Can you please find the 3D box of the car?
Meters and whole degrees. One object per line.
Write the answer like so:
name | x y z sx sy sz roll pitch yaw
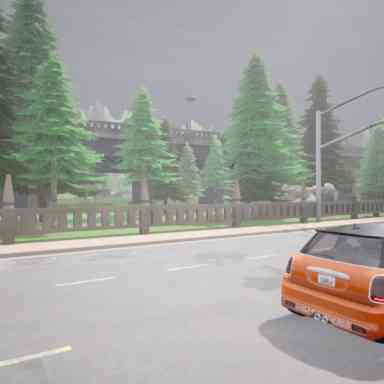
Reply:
car | 3.850 1.352 6.131 4.553 1.767 2.097 0 0 -31
